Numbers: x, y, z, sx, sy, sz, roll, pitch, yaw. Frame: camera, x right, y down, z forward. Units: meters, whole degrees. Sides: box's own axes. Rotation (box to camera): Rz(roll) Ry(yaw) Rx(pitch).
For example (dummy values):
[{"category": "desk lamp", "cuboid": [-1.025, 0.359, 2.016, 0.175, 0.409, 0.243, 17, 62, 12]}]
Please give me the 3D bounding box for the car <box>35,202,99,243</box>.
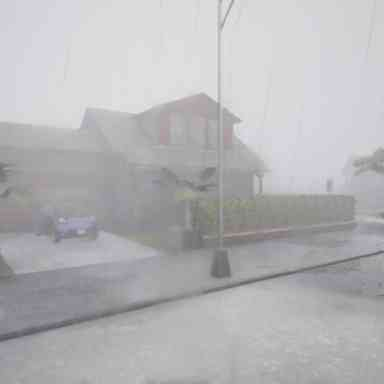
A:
[{"category": "car", "cuboid": [-5.205, 1.159, 13.745, 1.845, 1.501, 3.633, 0, 0, -38]}]
